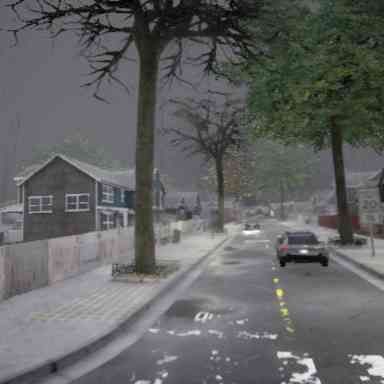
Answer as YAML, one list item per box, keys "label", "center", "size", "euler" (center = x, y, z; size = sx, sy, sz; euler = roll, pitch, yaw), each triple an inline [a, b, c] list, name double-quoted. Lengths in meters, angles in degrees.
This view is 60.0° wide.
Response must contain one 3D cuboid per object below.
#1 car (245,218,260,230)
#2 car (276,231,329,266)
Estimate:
- label: "car"
  center: [8.322, 4.368, 45.725]
  size: [2.128, 1.511, 4.902]
  euler: [-3, -4, 11]
- label: "car"
  center: [4.847, 2.426, 15.013]
  size: [1.994, 1.385, 4.181]
  euler: [-3, -4, 13]
